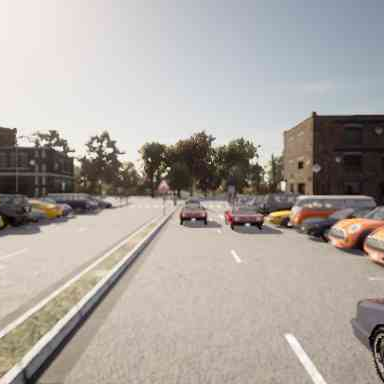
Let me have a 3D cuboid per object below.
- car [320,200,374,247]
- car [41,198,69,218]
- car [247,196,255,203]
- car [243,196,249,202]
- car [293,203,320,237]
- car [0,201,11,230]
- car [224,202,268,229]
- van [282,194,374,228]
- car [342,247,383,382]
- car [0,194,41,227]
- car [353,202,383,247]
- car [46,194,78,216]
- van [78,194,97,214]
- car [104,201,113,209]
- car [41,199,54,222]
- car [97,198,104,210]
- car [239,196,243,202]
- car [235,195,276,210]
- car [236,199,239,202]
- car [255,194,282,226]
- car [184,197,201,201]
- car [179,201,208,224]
[{"bbox_3d":[7.672,1.308,12.661,4.553,1.767,2.185,0,0,0],"label":"car"},{"bbox_3d":[-12.518,1.411,25.402,5.008,1.535,2.097,0,0,0],"label":"car"},{"bbox_3d":[7.648,1.399,29.204,4.892,1.521,2.231,0,0,0],"label":"car"},{"bbox_3d":[7.611,1.263,31.966,4.553,1.767,2.185,0,0,0],"label":"car"},{"bbox_3d":[7.646,1.427,15.418,5.008,1.535,2.097,0,0,0],"label":"car"},{"bbox_3d":[-12.716,1.420,17.189,5.366,1.575,1.946,0,0,0],"label":"car"},{"bbox_3d":[3.095,1.536,20.779,1.895,1.301,4.718,0,0,0],"label":"car"},{"bbox_3d":[7.524,1.195,18.175,4.442,1.987,1.878,0,0,0],"label":"van"},{"bbox_3d":[3.099,1.538,2.102,2.033,1.411,5.357,0,0,0],"label":"car"},{"bbox_3d":[-12.557,1.168,19.969,5.566,2.045,2.435,0,0,0],"label":"car"},{"bbox_3d":[7.671,1.316,9.904,4.553,1.767,2.185,0,0,0],"label":"car"},{"bbox_3d":[-12.552,1.282,28.306,4.553,1.767,2.185,0,0,0],"label":"car"},{"bbox_3d":[-12.399,1.169,33.741,4.442,1.987,1.878,0,0,0],"label":"van"},{"bbox_3d":[-12.479,1.370,42.086,4.792,1.488,2.163,0,0,0],"label":"car"},{"bbox_3d":[-12.532,1.416,22.747,4.892,1.521,2.231,0,0,0],"label":"car"},{"bbox_3d":[-12.545,1.253,36.650,4.553,1.767,2.185,0,0,0],"label":"car"},{"bbox_3d":[7.640,1.417,34.724,4.674,1.452,2.002,0,0,0],"label":"car"},{"bbox_3d":[7.612,1.222,40.242,4.553,1.767,2.185,0,0,0],"label":"car"},{"bbox_3d":[7.648,1.364,37.480,5.008,1.535,2.097,0,0,0],"label":"car"},{"bbox_3d":[7.670,1.158,23.690,5.566,2.045,2.435,0,0,0],"label":"car"},{"bbox_3d":[0.100,1.363,41.891,1.837,1.490,4.892,0,0,0],"label":"car"},{"bbox_3d":[0.104,1.530,24.030,1.895,1.301,4.718,0,0,0],"label":"car"}]
